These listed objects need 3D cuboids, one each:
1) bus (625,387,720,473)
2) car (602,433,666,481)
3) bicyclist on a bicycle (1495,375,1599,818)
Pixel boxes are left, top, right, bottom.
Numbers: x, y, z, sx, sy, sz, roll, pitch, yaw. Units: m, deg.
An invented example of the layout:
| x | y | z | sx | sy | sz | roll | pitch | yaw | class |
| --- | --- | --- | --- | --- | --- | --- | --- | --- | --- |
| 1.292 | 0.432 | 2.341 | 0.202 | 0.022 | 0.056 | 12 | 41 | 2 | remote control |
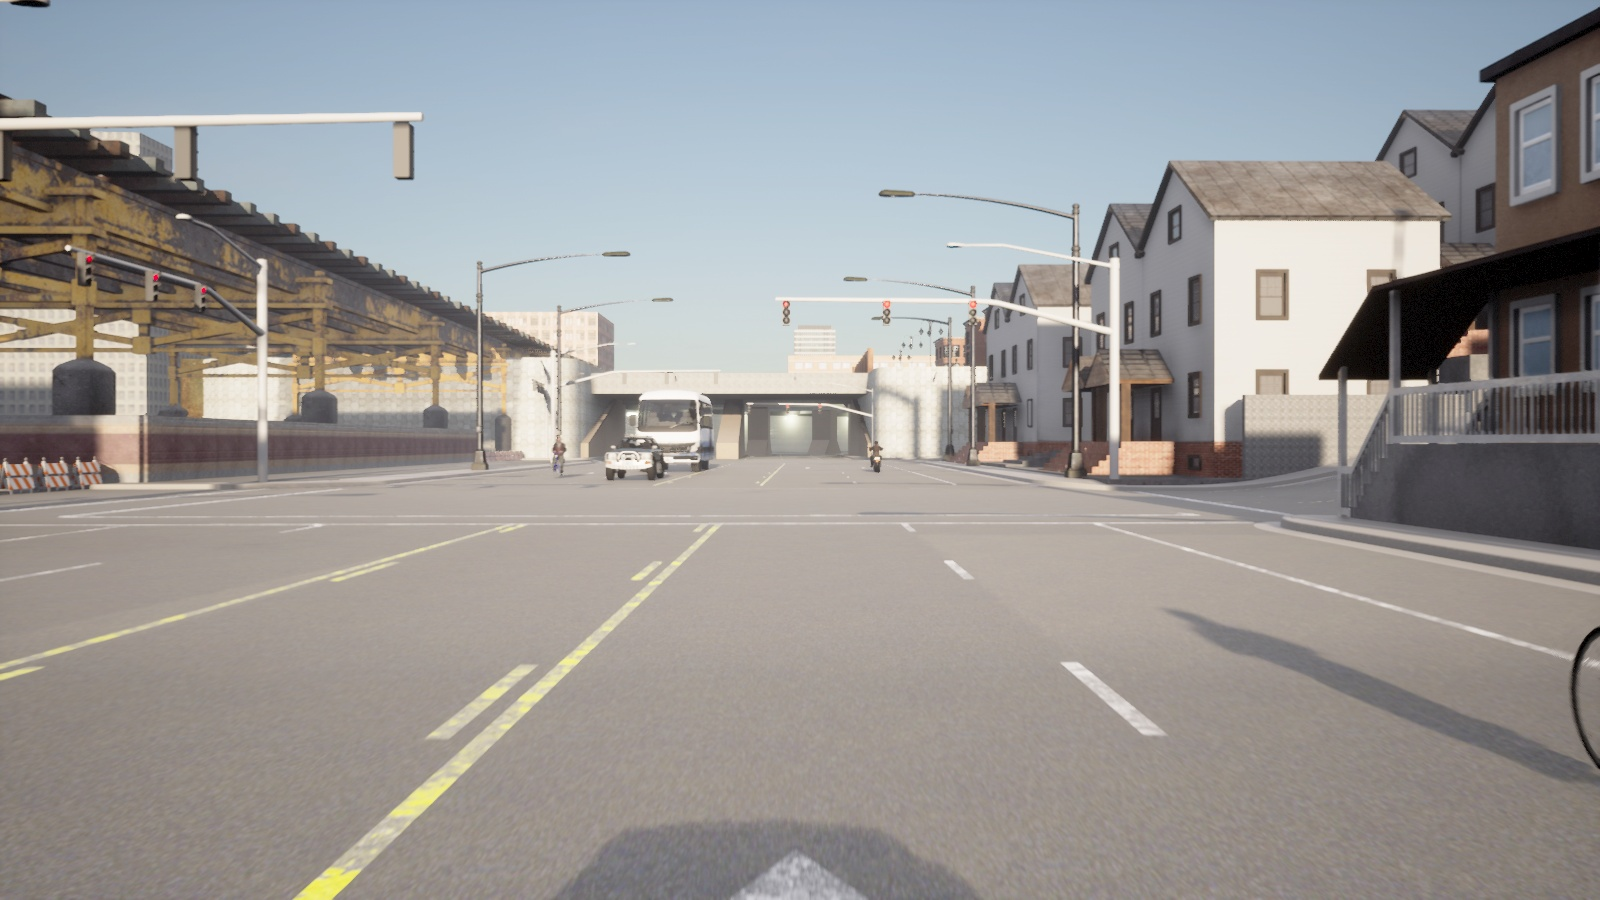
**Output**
| x | y | z | sx | sy | sz | roll | pitch | yaw | class |
| --- | --- | --- | --- | --- | --- | --- | --- | --- | --- |
| -6.597 | -1.012 | 66.754 | 3.944 | 4.253 | 10.273 | 0 | 0 | 0 | bus |
| -6.685 | 0.270 | 51.085 | 1.932 | 1.855 | 4.605 | 0 | 0 | 1 | car |
| 3.542 | 0.592 | 4.875 | 0.659 | 1.776 | 1.843 | 0 | 1 | 0 | bicyclist on a bicycle |
